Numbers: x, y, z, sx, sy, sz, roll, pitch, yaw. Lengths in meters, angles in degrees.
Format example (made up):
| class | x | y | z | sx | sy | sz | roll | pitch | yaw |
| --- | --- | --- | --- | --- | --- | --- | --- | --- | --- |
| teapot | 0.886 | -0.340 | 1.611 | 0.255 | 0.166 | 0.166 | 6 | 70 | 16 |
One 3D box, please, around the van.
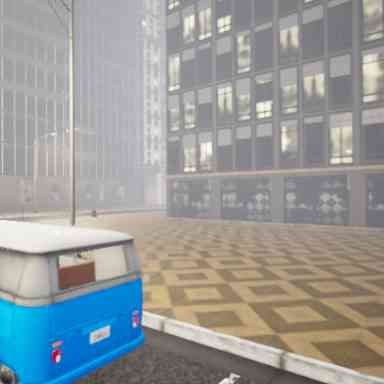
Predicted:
| class | x | y | z | sx | sy | sz | roll | pitch | yaw |
| --- | --- | --- | --- | --- | --- | --- | --- | --- | --- |
| van | -2.528 | 1.358 | 4.786 | 3.998 | 1.788 | 1.690 | 0 | 0 | 36 |
